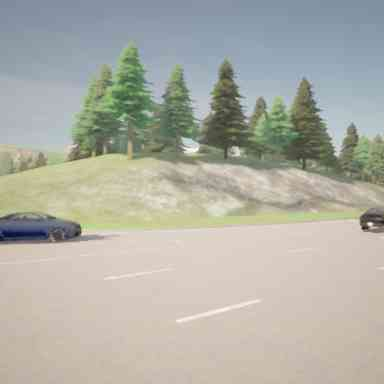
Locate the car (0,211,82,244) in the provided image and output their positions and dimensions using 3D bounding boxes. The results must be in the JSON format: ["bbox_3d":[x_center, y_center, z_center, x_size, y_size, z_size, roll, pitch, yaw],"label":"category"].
[{"bbox_3d":[-7.317,1.589,15.381,4.181,1.385,1.994,0,0,-10],"label":"car"}]

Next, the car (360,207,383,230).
[{"bbox_3d":[12.683,1.708,21.386,4.892,1.490,1.837,1,0,-36],"label":"car"}]
